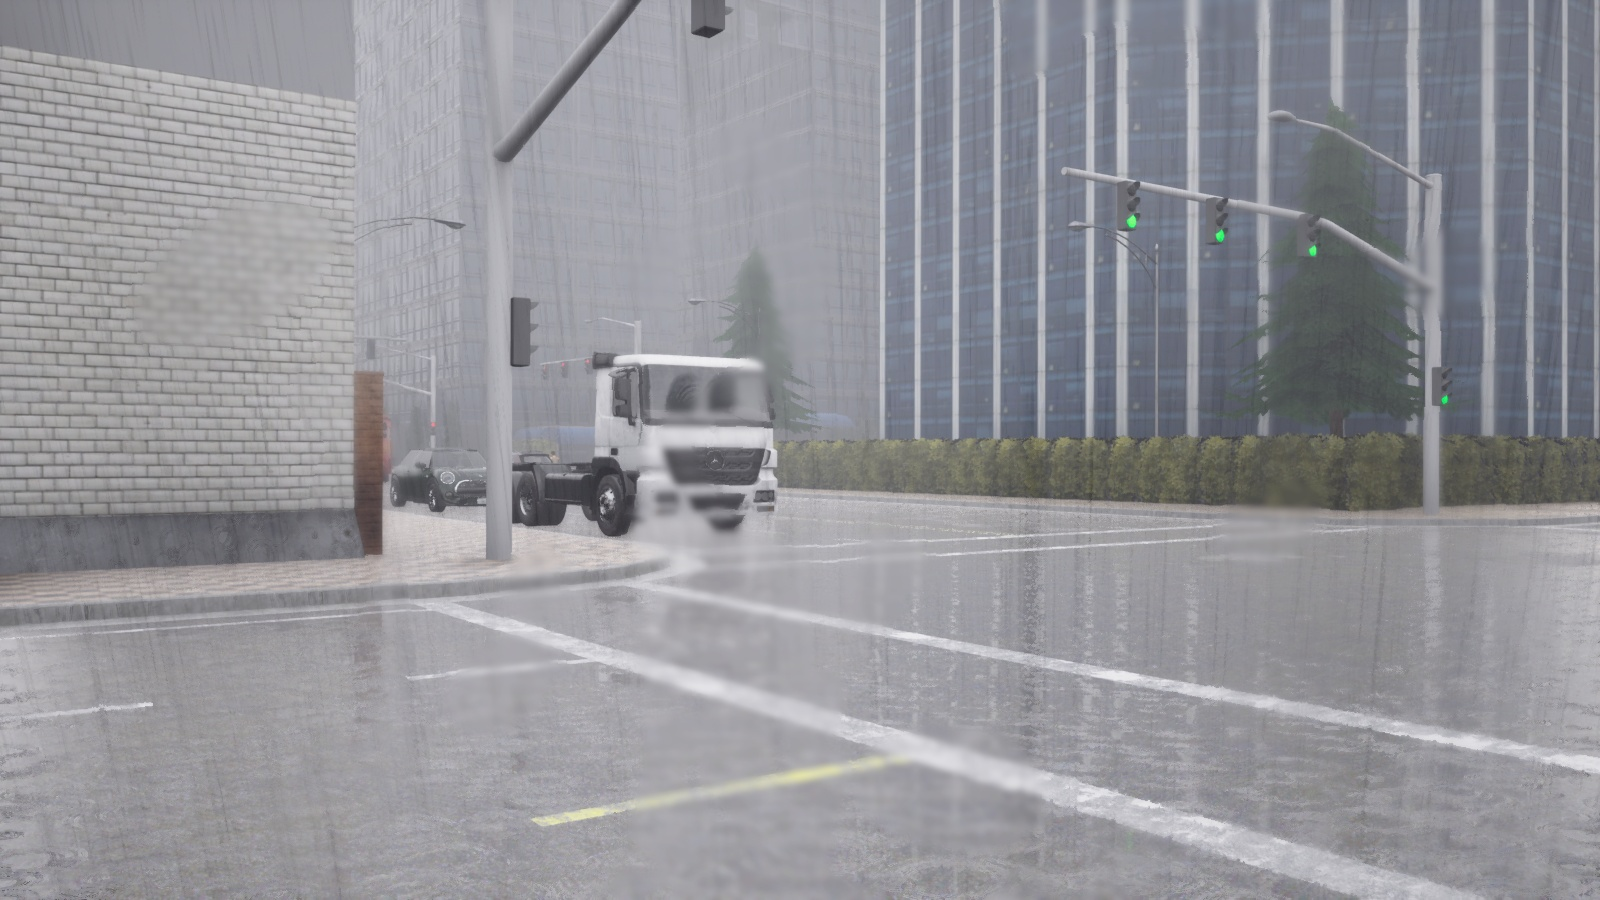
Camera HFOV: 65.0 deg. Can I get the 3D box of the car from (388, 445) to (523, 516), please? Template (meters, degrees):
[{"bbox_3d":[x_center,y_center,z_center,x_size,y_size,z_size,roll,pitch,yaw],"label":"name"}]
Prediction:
[{"bbox_3d":[-9.337,0.761,33.803,2.097,1.767,4.553,0,0,-35],"label":"car"}]

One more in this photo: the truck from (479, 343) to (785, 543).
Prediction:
[{"bbox_3d":[-3.750,-0.110,25.811,2.891,3.462,7.936,0,0,-35],"label":"truck"}]

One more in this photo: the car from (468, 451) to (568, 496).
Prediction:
[{"bbox_3d":[-10.881,0.871,48.227,2.033,1.649,4.856,0,0,-35],"label":"car"}]

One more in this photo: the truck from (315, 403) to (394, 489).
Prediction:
[{"bbox_3d":[-21.309,-0.171,60.442,2.891,3.827,8.468,0,0,-15],"label":"truck"}]
